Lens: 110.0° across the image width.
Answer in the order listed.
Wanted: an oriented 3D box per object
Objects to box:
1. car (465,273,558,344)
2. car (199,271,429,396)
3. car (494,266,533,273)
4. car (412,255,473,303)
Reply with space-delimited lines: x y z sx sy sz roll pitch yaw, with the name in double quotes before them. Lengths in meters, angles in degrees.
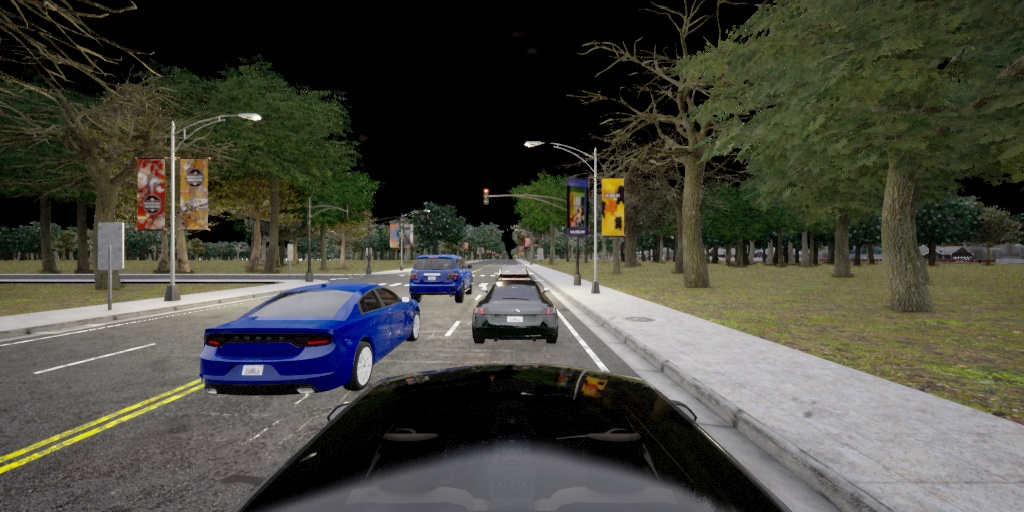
"car" 0.094 1.315 9.631 1.994 1.385 4.181 0 0 1
"car" -3.150 1.228 6.805 1.882 1.535 5.008 0 0 0
"car" 0.099 1.244 18.533 2.128 1.511 4.902 0 0 0
"car" -3.151 0.974 16.791 2.150 2.045 5.566 0 0 0
